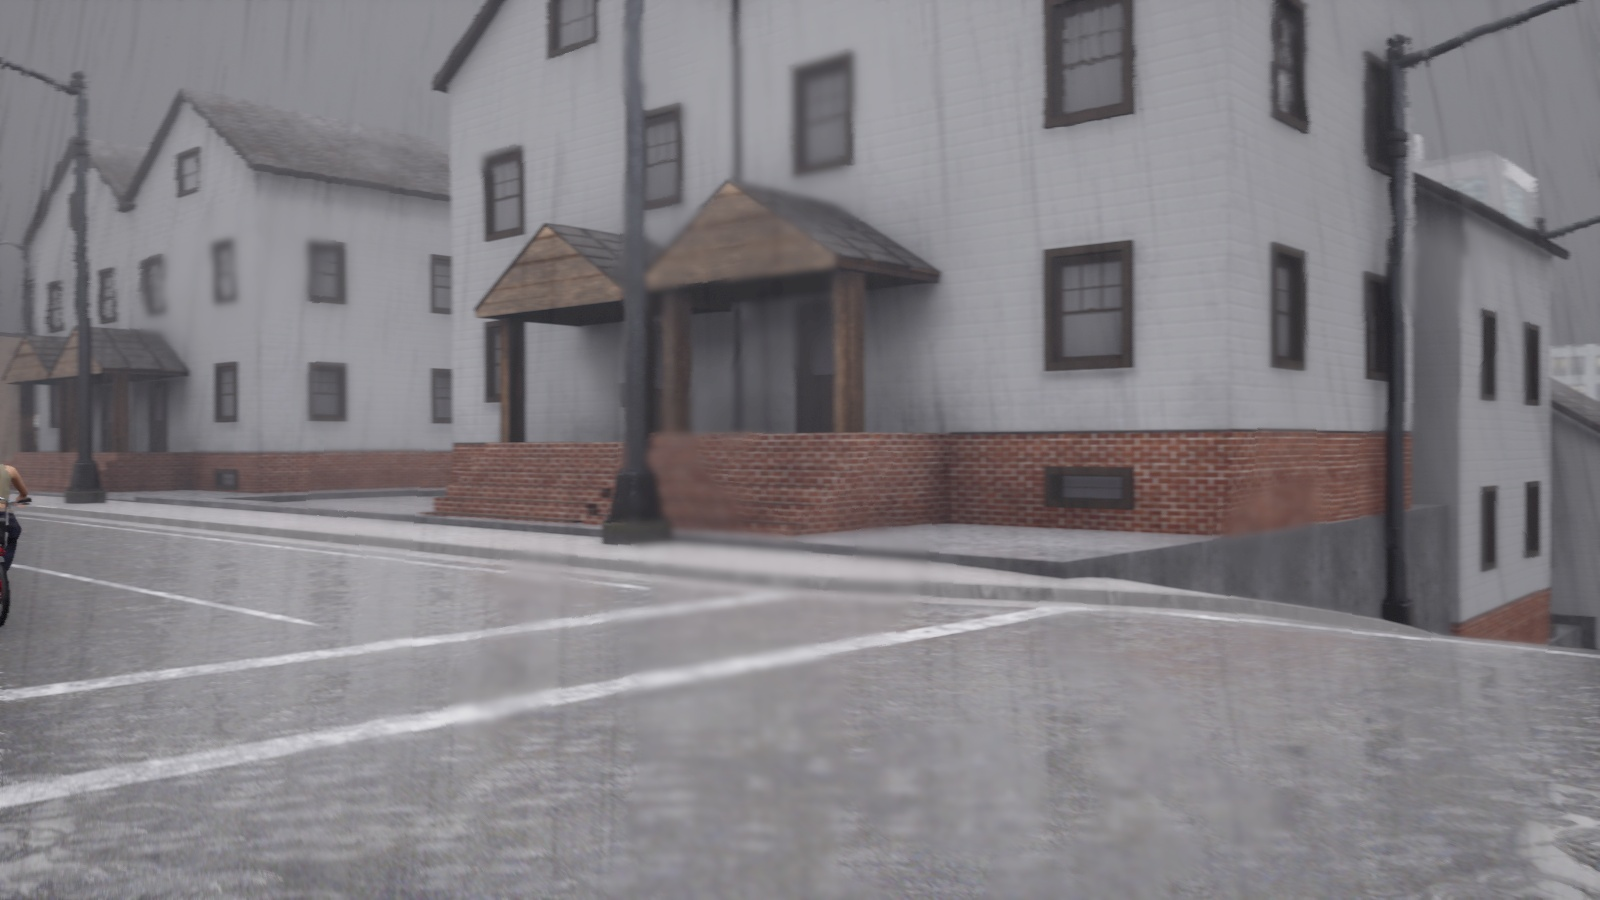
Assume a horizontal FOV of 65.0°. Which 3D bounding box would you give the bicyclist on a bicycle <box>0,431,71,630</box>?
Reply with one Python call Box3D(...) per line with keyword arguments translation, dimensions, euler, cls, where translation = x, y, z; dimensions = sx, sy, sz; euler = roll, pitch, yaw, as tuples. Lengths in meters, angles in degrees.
Box3D(translation=(-6.964, 0.653, 10.738), dimensions=(1.509, 1.612, 0.866), euler=(0, 0, 44), cls="bicyclist on a bicycle")
